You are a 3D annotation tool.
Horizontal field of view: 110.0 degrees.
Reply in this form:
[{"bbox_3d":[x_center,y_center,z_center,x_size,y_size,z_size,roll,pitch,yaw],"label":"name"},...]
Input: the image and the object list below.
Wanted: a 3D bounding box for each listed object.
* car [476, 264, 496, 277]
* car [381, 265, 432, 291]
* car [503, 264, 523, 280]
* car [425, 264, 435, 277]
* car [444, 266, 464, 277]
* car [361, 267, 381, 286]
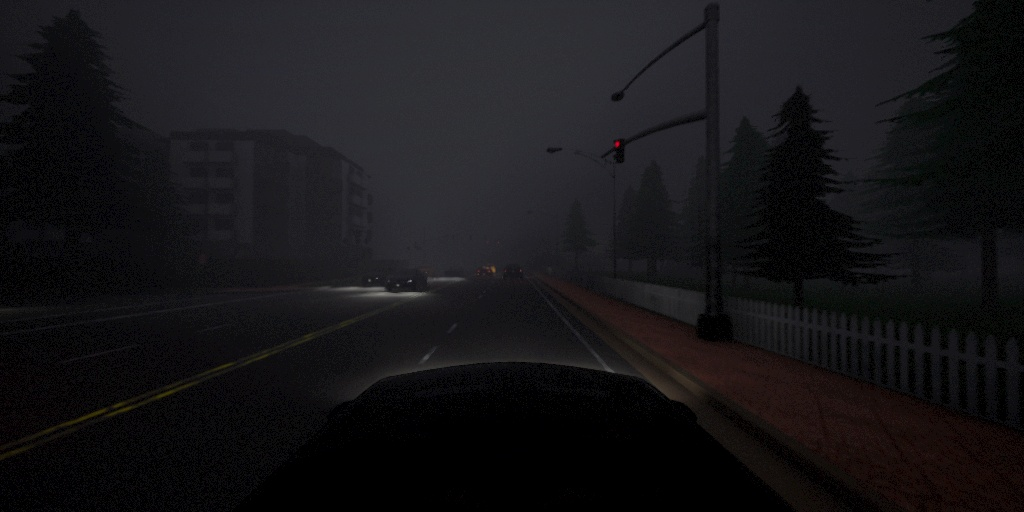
[{"bbox_3d":[-3.386,1.935,45.396,1.895,1.301,4.718,0,-1,0],"label":"car"},{"bbox_3d":[-7.094,1.580,24.635,1.812,1.442,4.674,0,-1,0],"label":"car"},{"bbox_3d":[0.110,1.586,37.945,2.097,1.767,4.553,0,-1,0],"label":"car"},{"bbox_3d":[-10.578,1.779,42.987,1.882,1.535,5.008,0,0,0],"label":"car"},{"bbox_3d":[-7.076,1.918,44.185,1.895,1.301,4.718,0,-1,0],"label":"car"},{"bbox_3d":[-10.677,1.625,29.517,1.837,1.490,4.892,0,-1,2],"label":"car"}]
